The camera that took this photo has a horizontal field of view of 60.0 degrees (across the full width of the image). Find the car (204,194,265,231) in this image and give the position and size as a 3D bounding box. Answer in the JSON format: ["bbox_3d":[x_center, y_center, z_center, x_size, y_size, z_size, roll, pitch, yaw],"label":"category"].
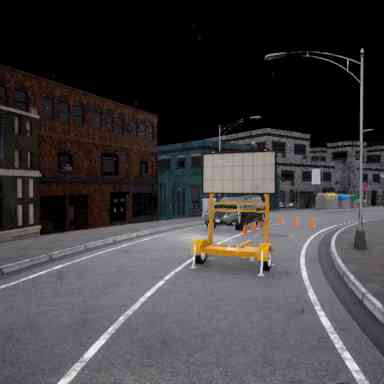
[{"bbox_3d":[2.831,1.204,20.900,2.150,2.045,5.566,1,1,31],"label":"car"}]

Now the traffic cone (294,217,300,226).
[{"bbox_3d":[7.055,1.969,22.280,0.340,0.580,0.340,1,0,24],"label":"traffic cone"}]

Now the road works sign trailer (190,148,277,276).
[{"bbox_3d":[1.519,0.461,10.603,2.380,3.560,2.880,0,0,24],"label":"road works sign trailer"}]
